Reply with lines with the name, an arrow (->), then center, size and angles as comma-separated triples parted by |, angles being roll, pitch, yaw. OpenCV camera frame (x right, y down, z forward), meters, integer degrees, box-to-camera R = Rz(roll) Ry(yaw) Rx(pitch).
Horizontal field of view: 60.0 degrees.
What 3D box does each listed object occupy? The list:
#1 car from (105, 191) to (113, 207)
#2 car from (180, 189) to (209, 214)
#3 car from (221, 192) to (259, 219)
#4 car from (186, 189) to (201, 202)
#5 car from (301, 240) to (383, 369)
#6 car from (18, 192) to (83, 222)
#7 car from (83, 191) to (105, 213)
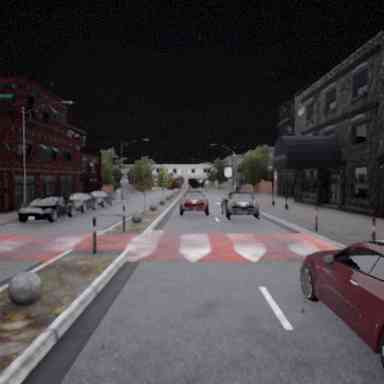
car -> -8.908, 0.639, 32.011 | 2.231, 1.521, 4.892 | 0, 2, 0
car -> 0.169, 0.680, 25.495 | 2.097, 1.767, 4.553 | 0, 1, 0
car -> 3.163, 0.760, 22.611 | 2.097, 1.767, 4.553 | 0, 2, 0
car -> 0.217, 0.346, 42.877 | 1.837, 1.490, 4.892 | 0, 2, 0
car -> 3.107, 1.418, 4.860 | 1.812, 1.442, 4.674 | 0, 2, 0
car -> -8.895, 0.975, 20.811 | 2.163, 1.488, 4.792 | 0, 2, 0
car -> -8.902, 0.795, 26.366 | 2.231, 1.521, 4.892 | 0, 2, 0
